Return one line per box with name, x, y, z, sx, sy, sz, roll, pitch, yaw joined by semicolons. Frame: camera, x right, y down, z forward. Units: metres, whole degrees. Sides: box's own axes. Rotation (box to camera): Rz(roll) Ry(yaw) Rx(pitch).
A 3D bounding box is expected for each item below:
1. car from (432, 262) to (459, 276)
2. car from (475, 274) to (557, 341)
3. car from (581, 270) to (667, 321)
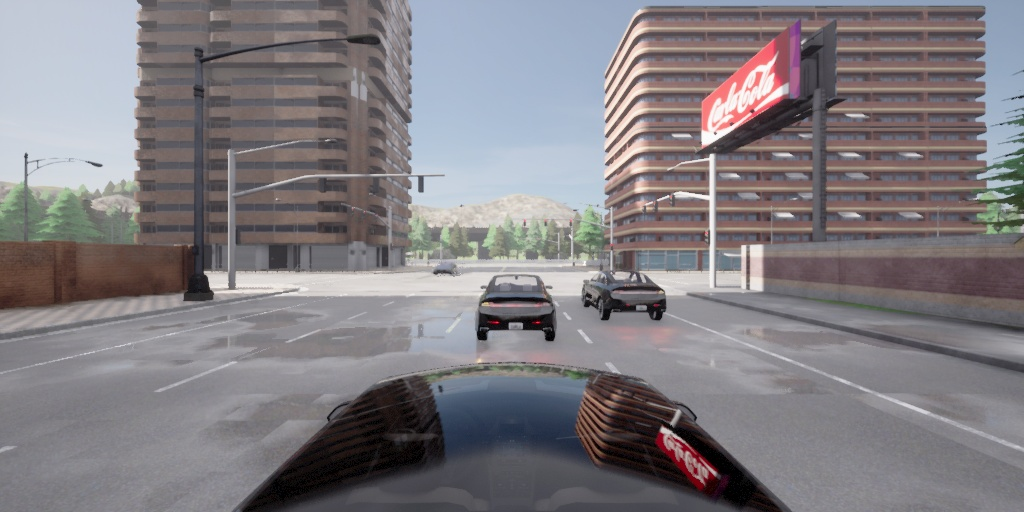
car;-6.713;1.288;36.850;2.033;1.411;5.357;0;0;0
car;0.121;1.241;9.854;2.128;1.511;4.902;0;0;1
car;3.657;1.241;12.459;2.128;1.511;4.902;0;0;1
